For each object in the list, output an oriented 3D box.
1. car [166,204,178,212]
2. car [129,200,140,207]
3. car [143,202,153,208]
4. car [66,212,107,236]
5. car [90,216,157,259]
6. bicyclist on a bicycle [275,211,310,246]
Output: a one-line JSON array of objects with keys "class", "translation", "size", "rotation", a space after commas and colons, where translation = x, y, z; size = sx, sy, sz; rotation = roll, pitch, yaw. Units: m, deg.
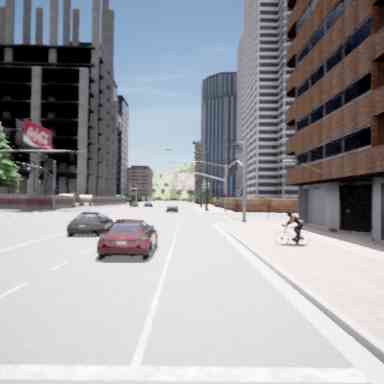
[{"class": "car", "translation": [-3.304, 2.753, 56.382], "size": [1.895, 1.301, 4.718], "rotation": [1, -1, -1]}, {"class": "car", "translation": [-14.339, 3.021, 81.865], "size": [1.837, 1.490, 4.892], "rotation": [1, -1, -1]}, {"class": "car", "translation": [-10.841, 3.128, 81.922], "size": [1.994, 1.385, 4.181], "rotation": [1, -1, -1]}, {"class": "car", "translation": [-6.194, 1.920, 20.600], "size": [1.994, 1.385, 4.181], "rotation": [1, -1, -1]}, {"class": "car", "translation": [-2.558, 1.833, 13.847], "size": [1.994, 1.385, 4.181], "rotation": [1, -1, -1]}, {"class": "bicyclist on a bicycle", "translation": [4.686, 1.715, 15.519], "size": [1.656, 1.620, 0.582], "rotation": [1, -1, -1]}]
